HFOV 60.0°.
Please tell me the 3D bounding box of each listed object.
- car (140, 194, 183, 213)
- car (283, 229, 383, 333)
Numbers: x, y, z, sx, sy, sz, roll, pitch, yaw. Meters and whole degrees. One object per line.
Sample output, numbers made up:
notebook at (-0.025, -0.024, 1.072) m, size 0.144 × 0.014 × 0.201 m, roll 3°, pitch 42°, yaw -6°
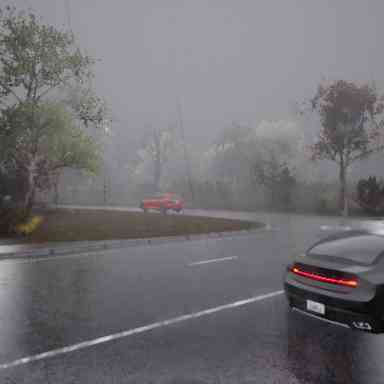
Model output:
car at (-3.382, 1.212, 36.197) m, size 2.150 × 2.045 × 5.566 m, roll 0°, pitch 0°, yaw -44°
car at (3.840, 1.490, 6.458) m, size 4.892 × 1.490 × 1.837 m, roll 0°, pitch 0°, yaw -36°
